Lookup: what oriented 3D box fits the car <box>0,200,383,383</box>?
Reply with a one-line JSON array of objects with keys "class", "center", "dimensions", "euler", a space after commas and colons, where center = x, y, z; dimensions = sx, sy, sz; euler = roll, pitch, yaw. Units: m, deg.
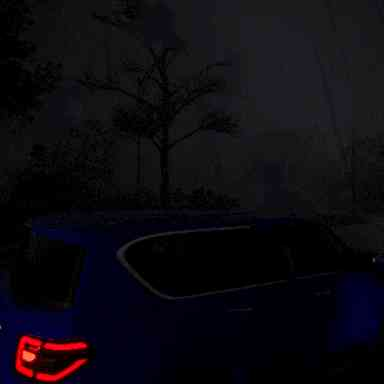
[{"class": "car", "center": [0.647, 1.218, 4.148], "dimensions": [5.566, 2.045, 2.150], "euler": [1, 0, -35]}]

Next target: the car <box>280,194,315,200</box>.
[{"class": "car", "center": [13.352, 1.230, 41.535], "dimensions": [2.150, 2.045, 5.566], "euler": [0, 0, -28]}]
